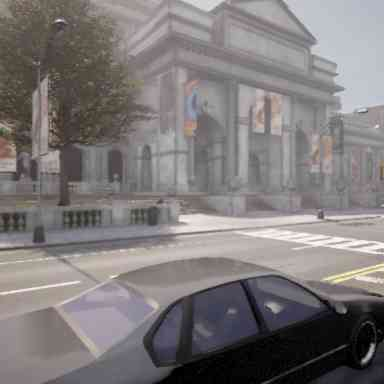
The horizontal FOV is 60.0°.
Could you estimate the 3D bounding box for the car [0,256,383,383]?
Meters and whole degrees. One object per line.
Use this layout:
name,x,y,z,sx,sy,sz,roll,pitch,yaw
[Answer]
car,0.334,1.546,3.986,5.357,1.411,2.033,0,0,-35
